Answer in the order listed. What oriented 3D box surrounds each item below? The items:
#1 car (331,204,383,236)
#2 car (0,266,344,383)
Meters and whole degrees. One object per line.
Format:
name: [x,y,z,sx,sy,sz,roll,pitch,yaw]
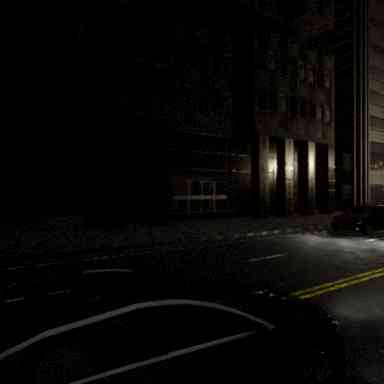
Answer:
car: [9.818,1.469,18.661,5.008,1.535,1.882,0,0,-35]
car: [-0.548,1.491,3.048,4.902,1.511,2.128,0,0,-35]
